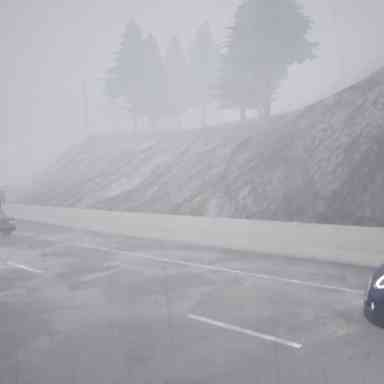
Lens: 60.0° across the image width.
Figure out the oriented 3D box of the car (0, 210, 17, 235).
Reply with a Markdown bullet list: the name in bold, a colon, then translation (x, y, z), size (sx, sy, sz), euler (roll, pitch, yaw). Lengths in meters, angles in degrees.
- **car**: translation (-11.265, 1.562, 17.896), size (5.357, 1.411, 2.033), euler (0, 0, 43)

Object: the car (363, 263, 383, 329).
- **car**: translation (5.038, 1.378, 4.776), size (4.553, 1.767, 2.097), euler (0, 0, 35)
